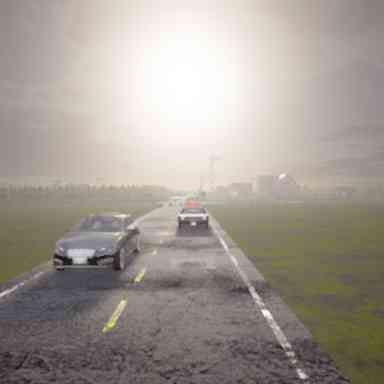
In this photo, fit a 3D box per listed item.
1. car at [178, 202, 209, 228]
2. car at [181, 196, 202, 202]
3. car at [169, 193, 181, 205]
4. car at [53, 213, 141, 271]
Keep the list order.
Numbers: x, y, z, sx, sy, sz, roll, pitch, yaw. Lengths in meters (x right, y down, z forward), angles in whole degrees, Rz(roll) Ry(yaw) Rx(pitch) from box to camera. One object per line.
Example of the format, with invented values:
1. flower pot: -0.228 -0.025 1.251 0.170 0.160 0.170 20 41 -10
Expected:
1. car: 0.087 1.573 21.678 1.895 1.301 4.718 0 0 0
2. car: 0.080 1.314 39.322 2.097 1.767 4.553 0 0 0
3. car: -2.777 1.188 57.337 2.150 2.045 5.566 0 0 0
4. car: -2.855 1.476 10.908 2.128 1.511 4.902 0 0 0
